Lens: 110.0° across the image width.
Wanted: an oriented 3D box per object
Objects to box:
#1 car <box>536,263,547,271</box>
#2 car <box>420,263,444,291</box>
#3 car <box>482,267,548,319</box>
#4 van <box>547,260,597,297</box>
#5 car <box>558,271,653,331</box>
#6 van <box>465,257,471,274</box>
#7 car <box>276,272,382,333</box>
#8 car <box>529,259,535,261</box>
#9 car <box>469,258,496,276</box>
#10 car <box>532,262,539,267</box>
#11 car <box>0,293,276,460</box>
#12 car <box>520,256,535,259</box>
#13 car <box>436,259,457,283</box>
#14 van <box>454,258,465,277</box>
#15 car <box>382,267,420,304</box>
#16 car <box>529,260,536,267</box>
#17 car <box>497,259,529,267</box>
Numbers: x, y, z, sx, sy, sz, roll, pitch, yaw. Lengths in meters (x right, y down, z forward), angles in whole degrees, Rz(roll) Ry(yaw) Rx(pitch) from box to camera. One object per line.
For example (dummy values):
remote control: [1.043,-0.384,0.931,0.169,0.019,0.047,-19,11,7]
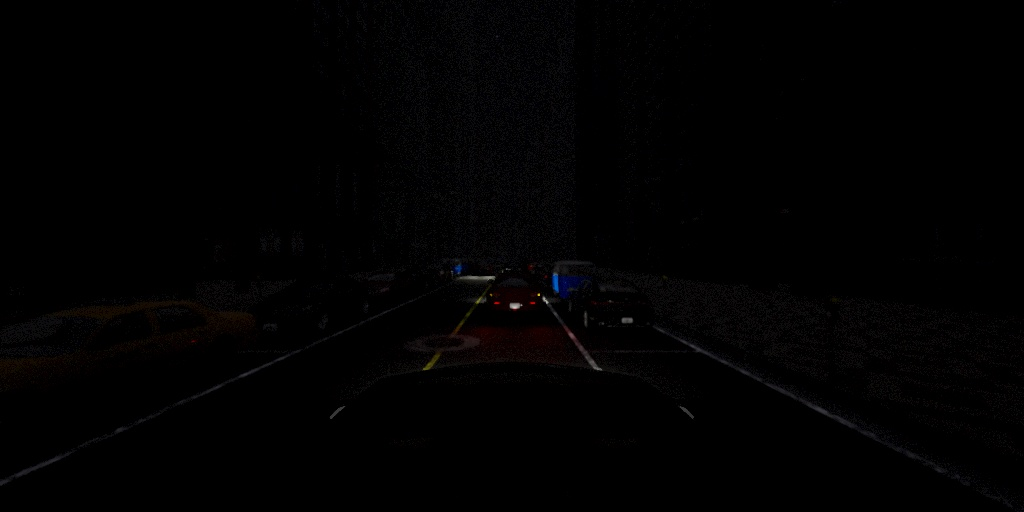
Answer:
car: [2.765,1.320,22.040,2.007,1.370,4.403,0,0,0]
car: [-5.760,1.335,22.025,1.948,1.339,4.313,0,0,0]
car: [0.089,1.284,12.795,1.812,1.442,4.674,0,0,0]
van: [2.764,1.104,16.404,1.690,1.789,3.998,0,0,0]
car: [2.763,1.308,10.768,2.007,1.370,4.403,0,0,0]
van: [-5.757,1.134,38.935,1.690,1.789,3.998,0,0,0]
car: [-5.762,1.322,10.752,1.948,1.339,4.313,0,0,0]
car: [2.769,1.347,44.585,1.888,1.381,4.507,0,0,0]
car: [-3.090,1.269,38.166,1.882,1.535,5.008,0,0,0]
car: [2.766,1.358,27.676,1.802,1.307,4.207,0,0,0]
car: [-5.763,1.277,4.946,1.751,1.417,4.829,0,0,0]
car: [2.770,1.137,55.857,2.192,1.841,5.009,0,0,0]
car: [-5.759,1.216,27.662,1.967,1.591,4.097,0,0,0]
van: [-5.758,1.125,33.298,1.690,1.789,3.998,0,0,0]
car: [-5.761,1.344,16.389,1.802,1.307,4.207,0,0,0]
car: [2.767,1.335,33.313,2.007,1.370,4.403,0,0,0]
car: [0.098,1.272,30.995,2.128,1.511,4.902,0,0,0]
